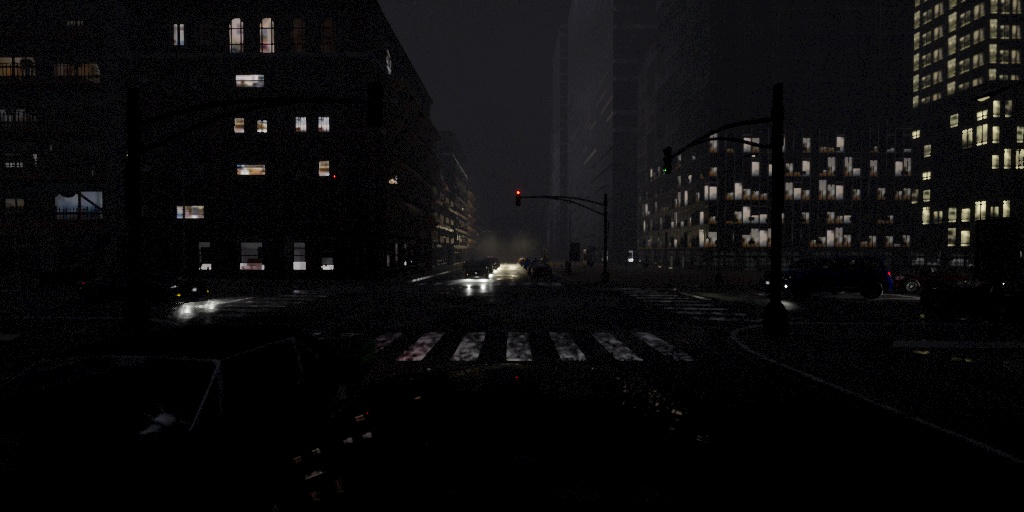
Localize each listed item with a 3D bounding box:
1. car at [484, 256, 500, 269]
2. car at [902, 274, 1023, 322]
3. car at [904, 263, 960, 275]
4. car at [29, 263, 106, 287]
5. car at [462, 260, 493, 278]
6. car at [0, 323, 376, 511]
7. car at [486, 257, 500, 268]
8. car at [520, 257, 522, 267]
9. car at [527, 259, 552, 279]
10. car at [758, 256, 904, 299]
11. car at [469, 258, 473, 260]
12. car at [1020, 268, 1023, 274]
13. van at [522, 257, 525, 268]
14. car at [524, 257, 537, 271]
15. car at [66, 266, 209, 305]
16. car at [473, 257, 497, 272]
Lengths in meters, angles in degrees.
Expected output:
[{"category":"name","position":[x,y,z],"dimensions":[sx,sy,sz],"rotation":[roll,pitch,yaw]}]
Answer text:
[{"category":"car","position":[-3.130,1.054,50.826],"dimensions":[2.097,1.767,4.553],"rotation":[0,0,0]},{"category":"car","position":[16.705,1.445,12.219],"dimensions":[4.403,1.370,2.007],"rotation":[0,0,1]},{"category":"car","position":[23.356,1.230,20.773],"dimensions":[4.097,1.591,1.967],"rotation":[0,0,1]},{"category":"car","position":[-25.875,1.110,21.377],"dimensions":[4.507,1.381,1.888],"rotation":[0,0,1]},{"category":"car","position":[-3.119,1.290,32.851],"dimensions":[1.994,1.385,4.181],"rotation":[0,0,0]},{"category":"car","position":[-2.892,1.351,2.852],"dimensions":[1.895,1.301,4.718],"rotation":[0,0,1]},{"category":"car","position":[-3.115,1.037,60.734],"dimensions":[2.097,1.767,4.553],"rotation":[0,0,0]},{"category":"car","position":[2.607,1.240,55.097],"dimensions":[1.888,1.381,4.507],"rotation":[0,0,0]},{"category":"car","position":[2.628,1.272,32.513],"dimensions":[1.888,1.381,4.507],"rotation":[0,0,0]},{"category":"car","position":[15.724,1.020,18.136],"dimensions":[5.566,2.045,2.150],"rotation":[0,1,1]},{"category":"car","position":[-5.735,1.270,49.410],"dimensions":[1.948,1.339,4.313],"rotation":[0,0,0]},{"category":"car","position":[25.745,1.336,18.009],"dimensions":[4.902,1.511,2.128],"rotation":[0,1,1]},{"category":"van","position":[2.613,1.045,49.451],"dimensions":[1.690,1.789,3.998],"rotation":[0,0,0]},{"category":"car","position":[2.623,1.159,38.159],"dimensions":[1.967,1.591,4.097],"rotation":[0,0,0]},{"category":"car","position":[-15.669,1.266,15.401],"dimensions":[4.181,1.385,1.994],"rotation":[0,1,-1]},{"category":"car","position":[-3.134,1.220,41.590],"dimensions":[1.837,1.490,4.892],"rotation":[0,0,0]}]
